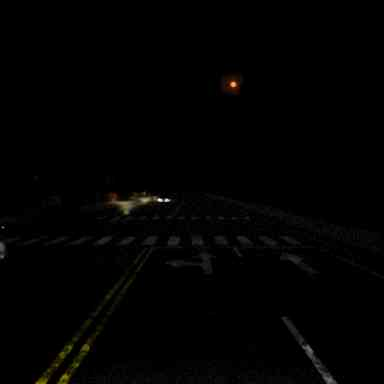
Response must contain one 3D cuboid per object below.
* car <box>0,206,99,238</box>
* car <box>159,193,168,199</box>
[{"bbox_3d":[-7.399,1.418,17.169,2.033,1.411,5.357,0,1,36],"label":"car"},{"bbox_3d":[-6.509,0.978,75.988,1.895,1.301,4.718,0,0,0],"label":"car"}]
